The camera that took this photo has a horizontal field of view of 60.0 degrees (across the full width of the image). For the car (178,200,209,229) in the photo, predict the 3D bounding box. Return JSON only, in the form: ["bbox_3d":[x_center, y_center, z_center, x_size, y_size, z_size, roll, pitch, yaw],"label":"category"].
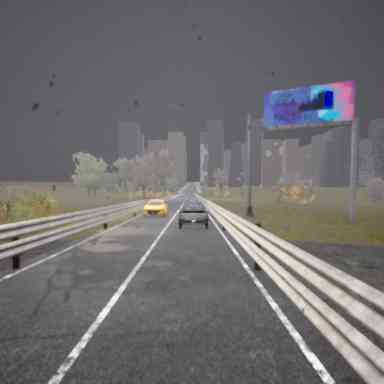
[{"bbox_3d":[0.099,1.483,21.679,2.128,1.511,4.902,0,0,0],"label":"car"}]

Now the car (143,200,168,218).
[{"bbox_3d":[-3.275,1.467,30.530,1.882,1.535,5.008,0,0,0],"label":"car"}]
